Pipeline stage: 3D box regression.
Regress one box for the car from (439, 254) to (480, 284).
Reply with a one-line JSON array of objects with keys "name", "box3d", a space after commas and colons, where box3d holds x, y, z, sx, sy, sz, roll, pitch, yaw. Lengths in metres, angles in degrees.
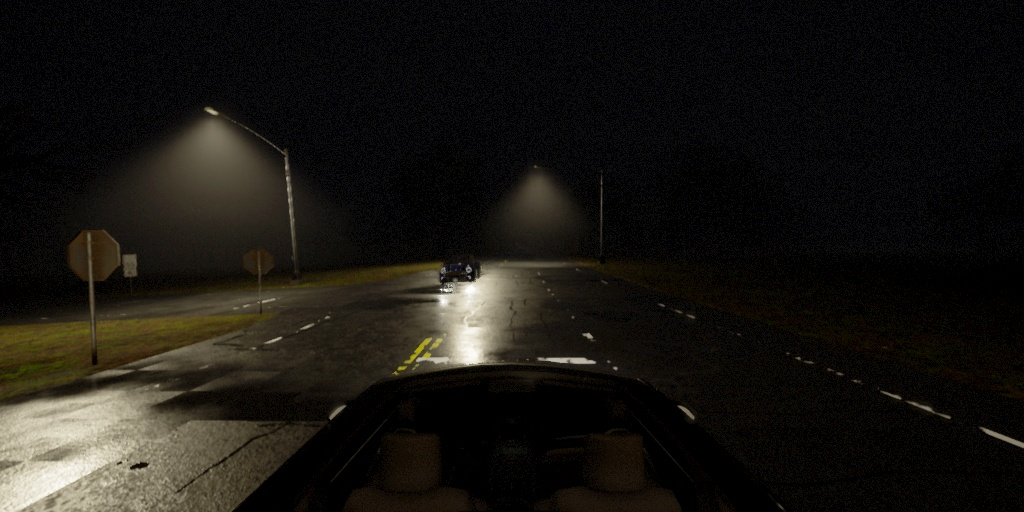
[{"name": "car", "box3d": [-3.315, 0.730, 23.383, 2.097, 1.767, 4.553, -1, 3, 1]}]
